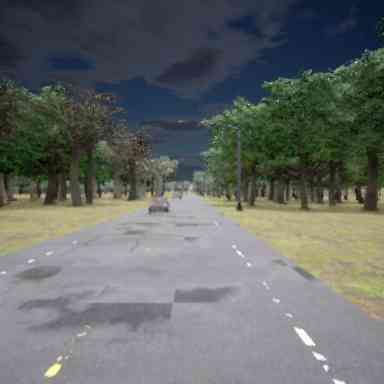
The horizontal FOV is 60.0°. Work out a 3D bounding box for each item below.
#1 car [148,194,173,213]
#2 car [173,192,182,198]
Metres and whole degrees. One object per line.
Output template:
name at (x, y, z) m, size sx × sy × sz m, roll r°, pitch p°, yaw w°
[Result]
car at (-3.589, 1.356, 36.851) m, size 2.097 × 1.767 × 4.553 m, roll 0°, pitch 0°, yaw 0°
car at (-3.497, 0.944, 78.126) m, size 2.150 × 2.045 × 5.566 m, roll 0°, pitch 0°, yaw 0°
